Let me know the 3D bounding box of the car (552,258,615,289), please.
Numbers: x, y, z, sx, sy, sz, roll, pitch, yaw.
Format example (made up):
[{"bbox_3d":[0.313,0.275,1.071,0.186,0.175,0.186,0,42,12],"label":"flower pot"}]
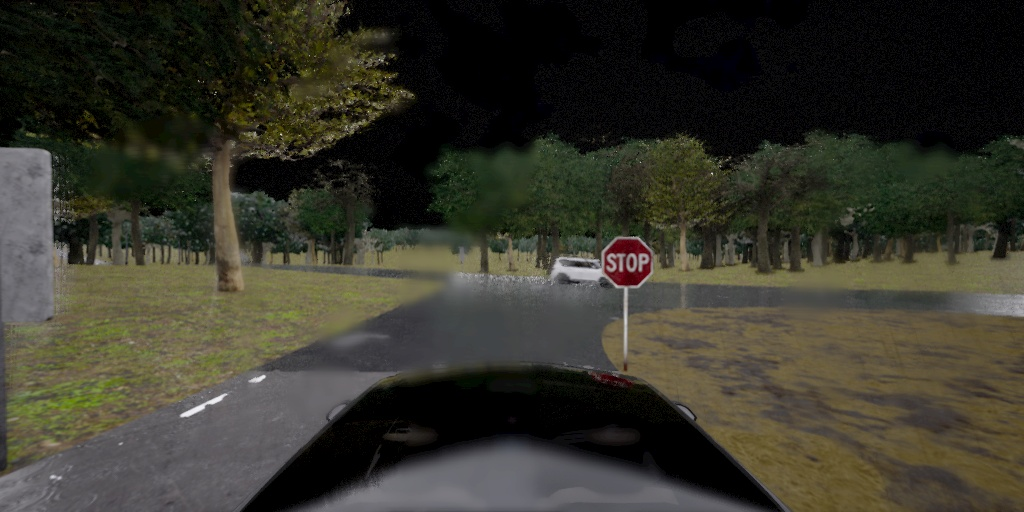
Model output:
[{"bbox_3d":[5.691,1.227,26.640,5.566,2.045,2.150,2,2,35],"label":"car"}]
